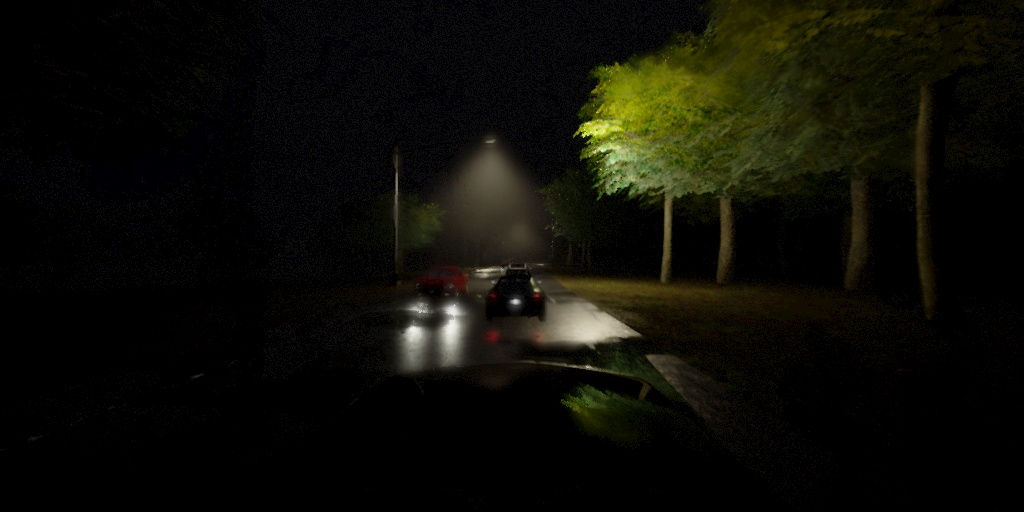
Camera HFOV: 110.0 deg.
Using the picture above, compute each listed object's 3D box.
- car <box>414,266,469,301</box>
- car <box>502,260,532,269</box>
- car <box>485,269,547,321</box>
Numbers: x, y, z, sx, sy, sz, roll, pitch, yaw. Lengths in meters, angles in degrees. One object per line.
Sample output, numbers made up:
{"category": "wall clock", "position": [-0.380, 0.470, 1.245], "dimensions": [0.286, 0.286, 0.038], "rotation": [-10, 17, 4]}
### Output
{"category": "car", "position": [-3.330, 1.257, 17.674], "dimensions": [1.882, 1.535, 5.008], "rotation": [0, 0, 1]}
{"category": "car", "position": [0.476, 1.311, 27.860], "dimensions": [1.837, 1.490, 4.892], "rotation": [0, 0, 2]}
{"category": "car", "position": [0.155, 1.337, 12.630], "dimensions": [1.994, 1.385, 4.181], "rotation": [0, 0, 1]}
